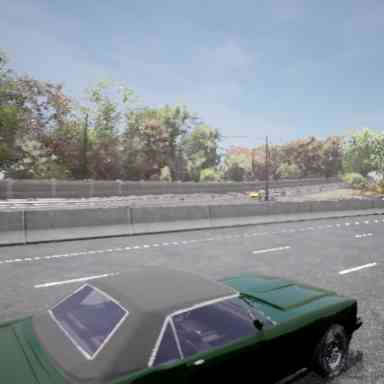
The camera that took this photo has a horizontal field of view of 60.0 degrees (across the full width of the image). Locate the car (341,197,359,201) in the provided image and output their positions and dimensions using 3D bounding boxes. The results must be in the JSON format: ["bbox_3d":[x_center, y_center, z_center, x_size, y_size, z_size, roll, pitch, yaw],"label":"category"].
[{"bbox_3d":[26.029,1.494,53.605,4.718,1.301,1.895,0,0,-36],"label":"car"}]

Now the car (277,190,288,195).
[{"bbox_3d":[21.034,0.220,77.986,2.033,1.411,5.357,0,2,32],"label":"car"}]

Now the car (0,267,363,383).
[{"bbox_3d":[-0.050,1.587,3.796,4.718,1.301,1.895,0,0,-36],"label":"car"}]

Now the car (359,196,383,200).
[{"bbox_3d":[28.131,1.411,50.825,4.892,1.490,1.837,0,0,-36],"label":"car"}]

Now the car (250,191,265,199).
[{"bbox_3d":[12.754,0.608,64.620,1.882,1.535,5.008,0,1,31],"label":"car"}]
